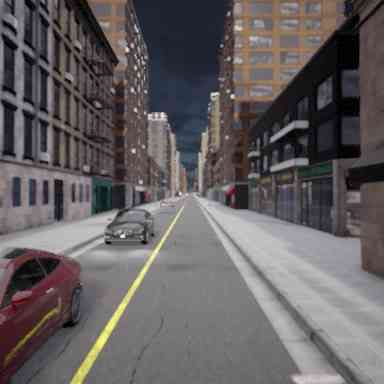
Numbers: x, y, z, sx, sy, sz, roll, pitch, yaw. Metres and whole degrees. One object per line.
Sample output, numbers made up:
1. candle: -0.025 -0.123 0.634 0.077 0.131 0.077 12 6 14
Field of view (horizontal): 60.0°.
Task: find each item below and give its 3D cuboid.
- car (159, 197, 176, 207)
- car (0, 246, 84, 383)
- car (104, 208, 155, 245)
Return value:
1. car: -2.815 1.328 39.053 1.812 1.442 4.674 0 0 0
2. car: -2.851 1.550 4.389 1.812 1.442 4.674 0 0 0
3. car: -2.862 1.585 16.100 1.837 1.490 4.892 0 0 0
